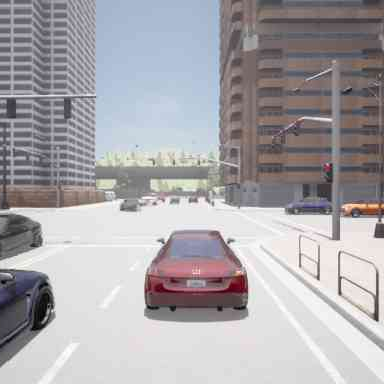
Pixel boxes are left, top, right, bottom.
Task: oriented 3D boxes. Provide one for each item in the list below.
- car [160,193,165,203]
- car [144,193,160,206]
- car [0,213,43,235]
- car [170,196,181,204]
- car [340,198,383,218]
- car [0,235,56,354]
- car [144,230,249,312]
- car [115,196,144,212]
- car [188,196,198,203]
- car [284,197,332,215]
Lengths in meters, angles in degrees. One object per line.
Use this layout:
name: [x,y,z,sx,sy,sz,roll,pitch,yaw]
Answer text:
car: [-6.874,1.218,70.240,2.150,2.045,5.566,0,0,0]
car: [-6.992,1.224,54.810,2.150,2.045,5.566,0,0,0]
car: [-7.066,1.525,12.054,1.812,1.442,4.674,0,0,0]
car: [-3.283,1.547,65.525,2.033,1.411,5.357,0,0,0]
car: [15.571,1.352,29.652,4.553,1.767,2.097,0,0,1]
car: [-3.432,1.564,4.247,1.994,1.385,4.181,0,0,1]
car: [0.094,1.564,7.815,1.994,1.385,4.181,0,0,1]
car: [-7.032,1.506,38.110,1.837,1.490,4.892,0,-1,0]
car: [0.223,1.491,68.550,2.128,1.511,4.902,0,0,0]
car: [11.601,1.352,33.240,4.553,1.767,2.097,0,0,2]
